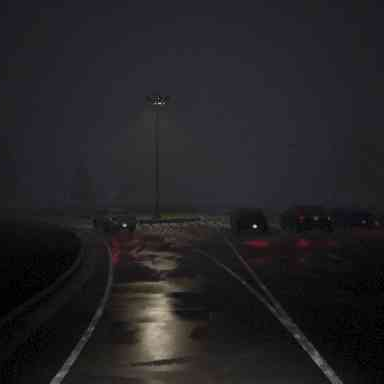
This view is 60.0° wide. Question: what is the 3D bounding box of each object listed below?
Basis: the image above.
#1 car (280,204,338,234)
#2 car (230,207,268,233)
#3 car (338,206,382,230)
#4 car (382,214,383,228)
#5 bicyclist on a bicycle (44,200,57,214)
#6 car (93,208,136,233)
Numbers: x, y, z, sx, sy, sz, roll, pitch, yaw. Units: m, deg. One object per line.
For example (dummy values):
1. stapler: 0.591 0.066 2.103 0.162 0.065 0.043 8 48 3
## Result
1. car: 7.121 1.586 21.212 2.097 1.767 4.553 0 -1 0
2. car: 3.620 1.742 21.537 1.837 1.490 4.892 0 -1 0
3. car: 10.622 1.732 23.054 1.882 1.535 5.008 0 -1 0
4. car: 14.120 1.728 21.461 2.128 1.511 4.902 0 -1 0
5. bicyclist on a bicycle: -16.658 1.729 39.176 0.582 1.620 1.656 0 0 30
6. car: -5.092 1.763 21.694 1.812 1.442 4.674 1 -1 -29
